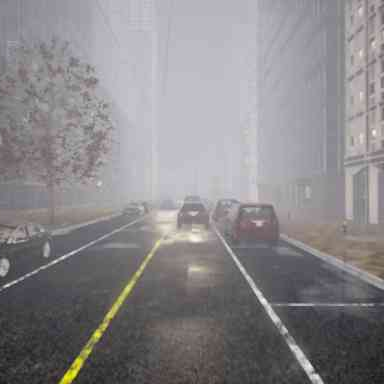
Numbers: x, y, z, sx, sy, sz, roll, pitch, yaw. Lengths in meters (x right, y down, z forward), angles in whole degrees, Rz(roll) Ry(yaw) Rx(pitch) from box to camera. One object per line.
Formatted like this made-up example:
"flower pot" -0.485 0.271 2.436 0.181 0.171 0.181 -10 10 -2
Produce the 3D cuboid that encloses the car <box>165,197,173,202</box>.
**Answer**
"car" -5.754 1.909 83.966 1.802 1.307 4.206 0 0 0

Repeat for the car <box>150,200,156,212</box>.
"car" -5.718 1.730 38.429 1.947 1.339 4.313 0 0 0

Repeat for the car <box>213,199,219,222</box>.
"car" 2.673 1.433 27.040 2.192 1.841 5.009 0 0 0

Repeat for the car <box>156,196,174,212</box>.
"car" -3.125 1.658 42.656 1.882 1.535 5.008 0 0 0

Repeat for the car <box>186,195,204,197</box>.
"car" 0.066 1.394 40.579 2.150 2.045 5.566 0 0 0

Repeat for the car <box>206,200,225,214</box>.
"car" 2.663 1.690 38.592 1.752 1.417 4.829 0 0 0

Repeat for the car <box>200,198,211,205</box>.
"car" 2.640 1.834 66.883 1.947 1.339 4.313 0 0 0

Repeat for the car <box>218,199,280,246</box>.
"car" 2.682 1.385 15.655 2.192 1.841 5.009 0 0 0

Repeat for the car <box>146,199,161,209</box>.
"car" -5.727 1.789 49.811 1.802 1.307 4.206 0 0 0

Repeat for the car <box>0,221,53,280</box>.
"car" -5.695 1.596 9.967 2.008 1.369 4.403 0 0 0

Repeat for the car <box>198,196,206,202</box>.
"car" 2.623 1.785 89.651 1.967 1.590 4.097 0 0 0

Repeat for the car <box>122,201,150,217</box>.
"car" -5.713 1.692 32.736 2.008 1.369 4.403 0 0 0

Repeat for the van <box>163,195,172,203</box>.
"van" -5.749 1.649 78.275 1.690 1.788 3.998 0 0 0

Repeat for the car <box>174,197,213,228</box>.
"car" 0.082 1.456 23.159 2.097 1.767 4.553 0 0 0
